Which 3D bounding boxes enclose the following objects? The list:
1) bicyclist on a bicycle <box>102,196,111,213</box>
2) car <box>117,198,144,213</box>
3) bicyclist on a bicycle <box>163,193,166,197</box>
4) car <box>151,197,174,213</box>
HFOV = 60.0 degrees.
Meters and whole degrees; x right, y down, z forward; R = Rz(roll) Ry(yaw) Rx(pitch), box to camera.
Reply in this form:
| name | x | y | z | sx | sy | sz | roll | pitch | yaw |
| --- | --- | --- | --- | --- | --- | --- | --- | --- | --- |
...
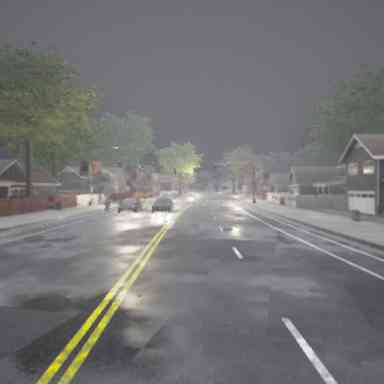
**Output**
| name | x | y | z | sx | sy | sz | roll | pitch | yaw |
| --- | --- | --- | --- | --- | --- | --- | --- | --- | --- |
| bicyclist on a bicycle | -8.241 | 1.234 | 32.263 | 0.866 | 1.612 | 1.509 | 0 | 0 | 3 |
| car | -6.112 | 1.315 | 33.431 | 1.812 | 1.442 | 4.674 | 0 | 0 | 3 |
| bicyclist on a bicycle | -5.625 | 0.943 | 68.185 | 0.582 | 1.620 | 1.656 | 0 | 1 | 7 |
| car | -2.869 | 1.298 | 33.155 | 1.837 | 1.490 | 4.892 | 0 | 0 | 3 |
